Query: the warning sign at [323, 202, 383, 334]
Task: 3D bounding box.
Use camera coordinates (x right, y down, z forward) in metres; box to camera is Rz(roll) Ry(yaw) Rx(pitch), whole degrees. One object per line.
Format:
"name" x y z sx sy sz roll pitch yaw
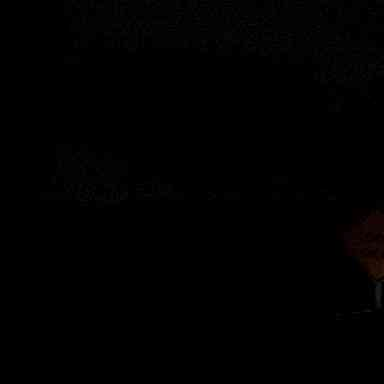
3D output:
"warning sign" 3.036 1.122 5.400 1.060 1.860 1.300 0 1 -34
